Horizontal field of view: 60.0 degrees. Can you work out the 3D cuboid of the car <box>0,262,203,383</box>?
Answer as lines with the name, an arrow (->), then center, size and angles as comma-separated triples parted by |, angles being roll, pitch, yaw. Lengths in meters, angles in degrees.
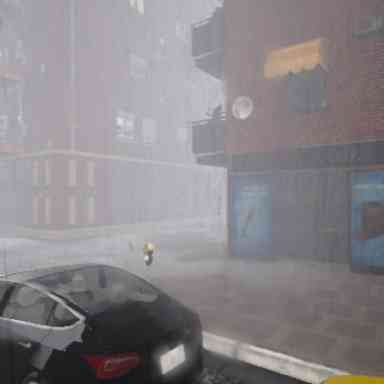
car -> -1.866, 1.623, 4.348 | 4.313, 1.339, 1.947 | -1, -1, 36

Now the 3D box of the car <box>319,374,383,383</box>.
car -> 2.609, 1.536, 1.156 | 4.829, 1.417, 1.752 | -1, -1, 36
